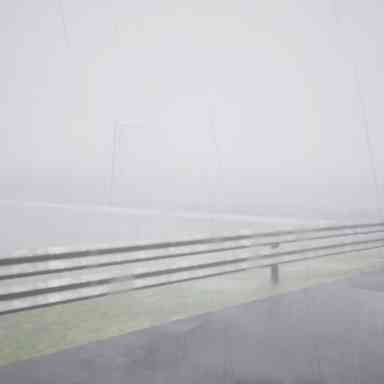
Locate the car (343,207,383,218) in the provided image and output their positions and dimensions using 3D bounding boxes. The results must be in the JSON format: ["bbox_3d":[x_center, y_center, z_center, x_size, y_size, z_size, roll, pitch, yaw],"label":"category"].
[{"bbox_3d":[17.848,2.288,34.184,4.181,1.385,1.994,2,-2,13],"label":"car"}]

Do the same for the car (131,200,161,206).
[{"bbox_3d":[-7.208,1.669,51.683,4.718,1.301,1.895,2,-2,30],"label":"car"}]
